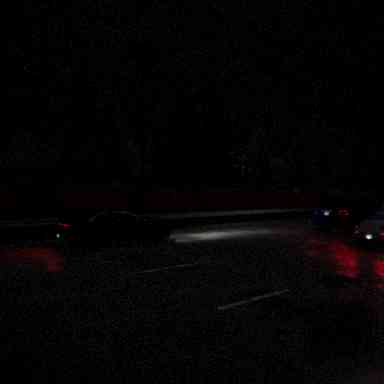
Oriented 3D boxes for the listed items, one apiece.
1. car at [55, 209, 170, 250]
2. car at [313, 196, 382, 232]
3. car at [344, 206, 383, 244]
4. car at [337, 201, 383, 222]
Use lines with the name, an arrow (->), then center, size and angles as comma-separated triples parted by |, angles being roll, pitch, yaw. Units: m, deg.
car -> -3.253, 1.491, 14.356 | 4.902, 1.511, 2.128 | 0, 0, -36
car -> 9.270, 1.223, 19.111 | 5.566, 2.045, 2.150 | 0, 0, -36
car -> 8.853, 1.525, 14.482 | 4.674, 1.442, 1.812 | 0, 0, -36
car -> 13.812, 1.525, 26.731 | 4.674, 1.442, 1.812 | 0, 0, -36
